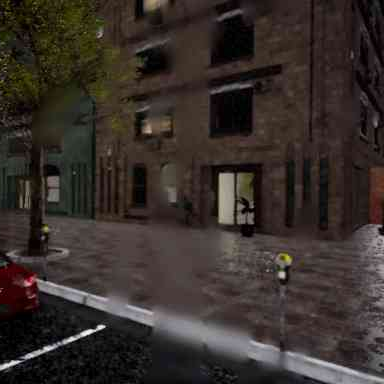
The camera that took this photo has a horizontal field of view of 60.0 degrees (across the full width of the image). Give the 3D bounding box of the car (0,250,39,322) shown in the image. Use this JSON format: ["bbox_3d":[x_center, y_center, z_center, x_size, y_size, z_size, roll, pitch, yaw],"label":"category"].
[{"bbox_3d":[-4.427,1.543,6.026,4.206,1.307,1.802,0,1,35],"label":"car"}]
